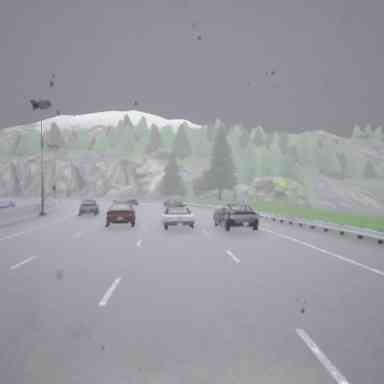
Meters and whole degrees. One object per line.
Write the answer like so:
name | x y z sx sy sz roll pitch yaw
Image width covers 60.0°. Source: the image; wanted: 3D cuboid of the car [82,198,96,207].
car | -17.713 1.750 56.995 1.837 1.490 4.892 0 0 -22

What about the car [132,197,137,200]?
car | -10.864 1.654 58.675 1.837 1.490 4.892 0 0 -22

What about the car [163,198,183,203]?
car | -2.724 1.582 47.601 2.033 1.411 5.357 -1 0 -20

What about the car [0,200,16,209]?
car | -23.943 1.810 42.566 1.882 1.535 5.008 -1 0 -17

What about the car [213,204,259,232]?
car | 2.503 1.455 19.877 2.128 1.511 4.902 -1 0 -7

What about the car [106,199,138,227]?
car | -5.035 1.546 23.829 1.882 1.535 5.008 0 0 -9

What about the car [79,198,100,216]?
car | -10.928 1.643 35.444 2.128 1.511 4.902 -1 0 -14

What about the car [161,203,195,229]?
car | -1.038 1.614 21.876 1.895 1.301 4.718 -1 0 -8

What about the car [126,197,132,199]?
car | -11.046 1.699 50.710 2.033 1.411 5.357 -1 0 -22
